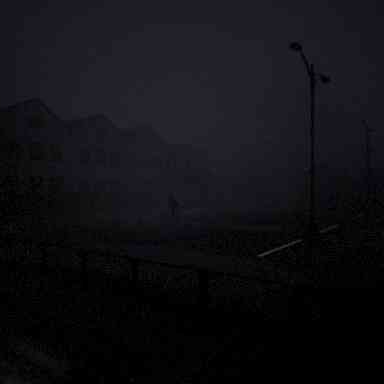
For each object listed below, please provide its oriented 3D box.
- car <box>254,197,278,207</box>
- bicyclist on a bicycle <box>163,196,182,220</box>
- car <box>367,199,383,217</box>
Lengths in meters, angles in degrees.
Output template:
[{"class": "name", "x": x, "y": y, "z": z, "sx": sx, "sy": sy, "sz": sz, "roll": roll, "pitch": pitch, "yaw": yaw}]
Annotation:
[{"class": "car", "x": 10.458, "y": 1.356, "z": 46.673, "sx": 2.033, "sy": 1.411, "sz": 5.357, "roll": 0, "pitch": 0, "yaw": 32}, {"class": "bicyclist on a bicycle", "x": -1.377, "y": 1.109, "z": 23.046, "sx": 1.656, "sy": 1.620, "sz": 0.582, "roll": 0, "pitch": 0, "yaw": 35}, {"class": "car", "x": 15.445, "y": 1.298, "z": 26.799, "sx": 2.007, "sy": 1.523, "sz": 4.514, "roll": 0, "pitch": 0, "yaw": 35}]
